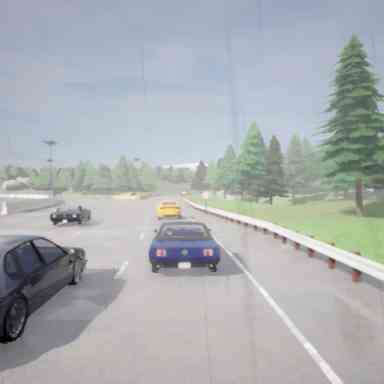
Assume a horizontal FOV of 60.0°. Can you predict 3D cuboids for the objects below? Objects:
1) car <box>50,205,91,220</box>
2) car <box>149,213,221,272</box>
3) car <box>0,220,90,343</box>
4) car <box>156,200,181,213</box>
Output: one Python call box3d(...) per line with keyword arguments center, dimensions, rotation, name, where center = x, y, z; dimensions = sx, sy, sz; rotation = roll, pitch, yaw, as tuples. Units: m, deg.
box3d(center=(-8.448, 1.576, 23.606), dimensions=(1.895, 1.301, 4.718), rotation=(0, 0, -7), name="car")
box3d(center=(-0.296, 1.583, 10.742), dimensions=(1.895, 1.301, 4.718), rotation=(0, 0, -3), name="car")
box3d(center=(-3.577, 1.543, 6.321), dimensions=(2.033, 1.411, 5.357), rotation=(0, 0, -2), name="car")
box3d(center=(-2.043, 1.434, 28.443), dimensions=(1.882, 1.535, 5.008), rotation=(0, 0, -8), name="car")
